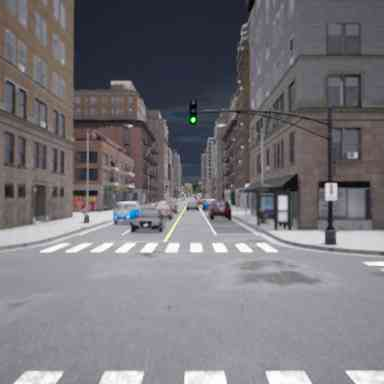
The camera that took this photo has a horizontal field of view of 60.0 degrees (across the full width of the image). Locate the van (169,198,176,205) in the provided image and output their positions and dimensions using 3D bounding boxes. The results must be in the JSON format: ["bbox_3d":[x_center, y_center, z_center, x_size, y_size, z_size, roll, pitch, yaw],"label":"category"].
[{"bbox_3d":[-5.287,2.544,92.316,1.690,1.788,3.998,0,-1,0],"label":"van"}]

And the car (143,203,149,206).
[{"bbox_3d":[-5.362,2.067,38.255,1.947,1.339,4.313,0,-1,0],"label":"car"}]

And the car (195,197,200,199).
[{"bbox_3d":[2.355,2.426,82.355,2.097,1.767,4.553,0,-1,0],"label":"car"}]

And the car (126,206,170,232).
[{"bbox_3d":[-2.825,1.857,22.241,1.994,1.385,4.181,0,-1,0],"label":"car"}]

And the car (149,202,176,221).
[{"bbox_3d":[-2.812,1.953,32.542,1.812,1.442,4.674,0,-1,0],"label":"car"}]

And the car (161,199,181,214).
[{"bbox_3d":[-2.786,2.078,43.753,1.837,1.490,4.892,0,-1,0],"label":"car"}]

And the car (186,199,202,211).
[{"bbox_3d":[0.116,2.257,52.954,1.994,1.385,4.181,0,-1,1],"label":"car"}]

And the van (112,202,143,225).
[{"bbox_3d":[-5.378,1.701,27.447,1.690,1.788,3.998,0,-1,0],"label":"van"}]

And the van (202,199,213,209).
[{"bbox_3d":[2.747,2.123,59.874,1.690,1.788,3.998,0,-1,0],"label":"van"}]

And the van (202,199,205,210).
[{"bbox_3d":[2.745,1.983,49.062,1.690,1.788,3.998,0,-1,0],"label":"van"}]

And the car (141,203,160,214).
[{"bbox_3d":[-5.355,2.116,43.661,1.887,1.381,4.507,0,-1,0],"label":"car"}]

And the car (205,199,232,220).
[{"bbox_3d":[2.741,1.746,32.845,2.192,1.841,5.009,0,-1,0],"label":"car"}]
